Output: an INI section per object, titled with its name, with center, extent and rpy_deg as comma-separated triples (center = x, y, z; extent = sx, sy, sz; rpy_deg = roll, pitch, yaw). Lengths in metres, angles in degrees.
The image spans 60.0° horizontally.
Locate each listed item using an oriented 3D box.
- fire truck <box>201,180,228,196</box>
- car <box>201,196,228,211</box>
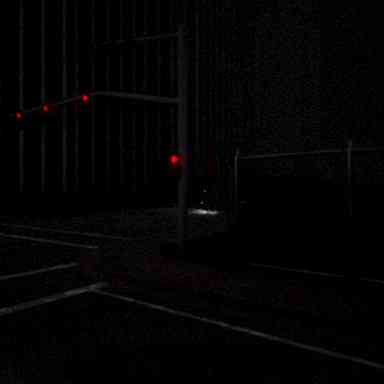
[fire truck]
center = 4.692, 0.297, 47.546
extent = 2.891, 3.827, 8.468
rpy_deg = 0, 0, 36
[car]
center = 3.044, 1.525, 39.379
extent = 1.994, 1.385, 4.181
rpy_deg = 0, 0, 36
